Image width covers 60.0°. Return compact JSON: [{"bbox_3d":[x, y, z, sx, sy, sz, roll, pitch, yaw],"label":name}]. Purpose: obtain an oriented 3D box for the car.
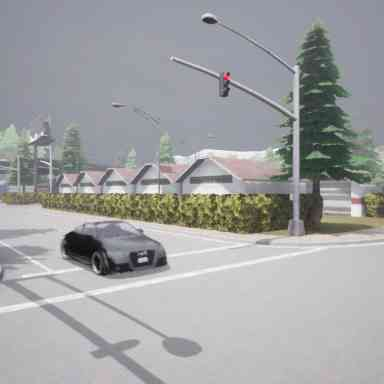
[{"bbox_3d":[-2.578,1.608,10.461,1.994,1.385,4.181,0,1,-40],"label":"car"}]
